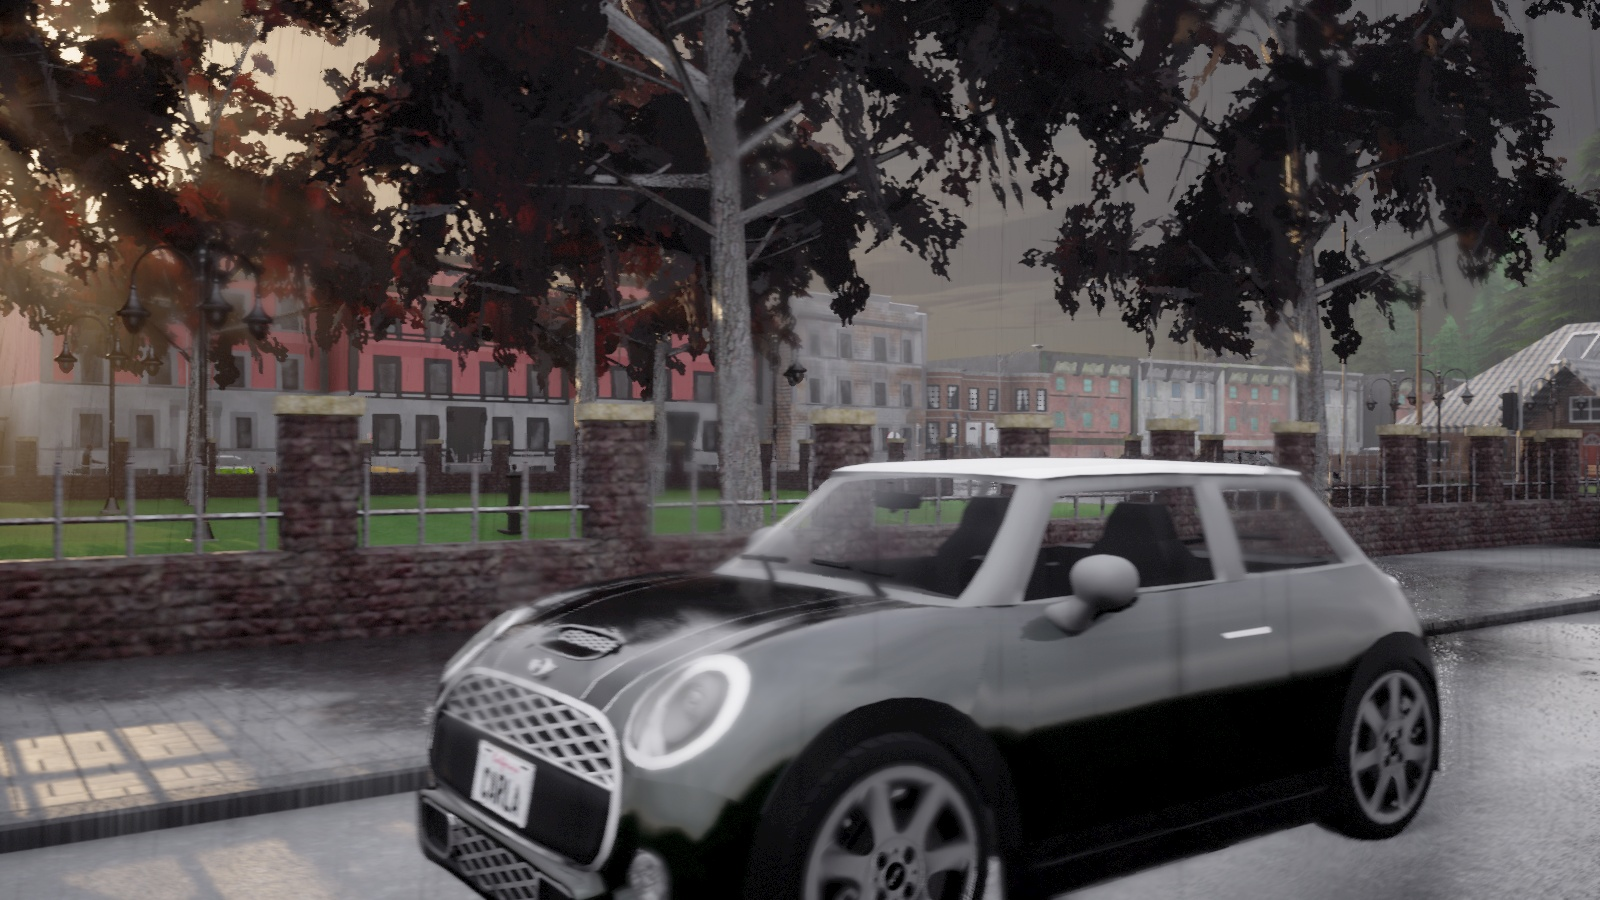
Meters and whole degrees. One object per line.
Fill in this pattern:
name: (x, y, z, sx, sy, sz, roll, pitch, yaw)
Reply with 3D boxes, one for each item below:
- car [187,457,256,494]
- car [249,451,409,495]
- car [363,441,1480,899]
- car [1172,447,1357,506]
car: (-22.418, 0.967, 48.693, 2.207, 1.376, 1.481, 0, 0, -35)
car: (-17.632, 0.838, 47.162, 5.366, 1.575, 1.801, 0, 0, -34)
car: (0.593, 0.721, 4.700, 3.806, 1.475, 1.970, 0, 0, -36)
car: (13.749, 0.740, 37.471, 2.033, 1.649, 4.856, 0, 0, -36)
